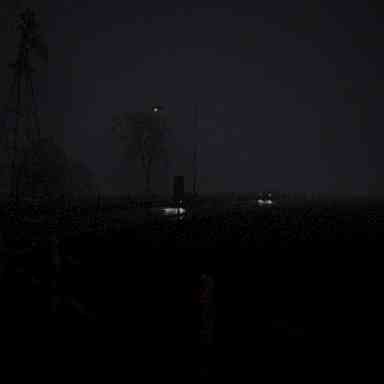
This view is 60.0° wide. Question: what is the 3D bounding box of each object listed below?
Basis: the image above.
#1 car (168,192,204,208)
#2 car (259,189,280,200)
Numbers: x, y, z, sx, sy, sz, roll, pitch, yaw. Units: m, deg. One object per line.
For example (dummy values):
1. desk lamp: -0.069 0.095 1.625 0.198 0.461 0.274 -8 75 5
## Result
1. car: -0.573 0.837 35.280 1.837 1.490 4.892 2 2 35
2. car: 12.551 0.385 53.708 2.097 1.767 4.553 2 2 35
